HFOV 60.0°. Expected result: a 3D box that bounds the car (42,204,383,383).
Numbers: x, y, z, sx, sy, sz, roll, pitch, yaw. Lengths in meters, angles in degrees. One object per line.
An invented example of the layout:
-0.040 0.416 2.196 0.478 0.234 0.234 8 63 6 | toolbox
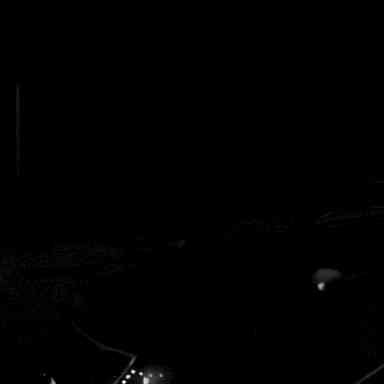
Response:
1.179 1.220 4.223 5.566 2.045 2.150 0 0 -36 | car
